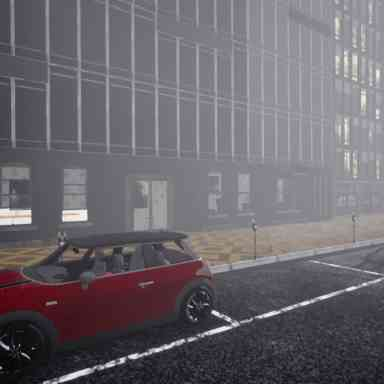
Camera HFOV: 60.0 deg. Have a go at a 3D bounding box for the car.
[{"bbox_3d":[-1.626,1.440,5.405,4.097,1.590,1.967,0,0,-35],"label":"car"}]
